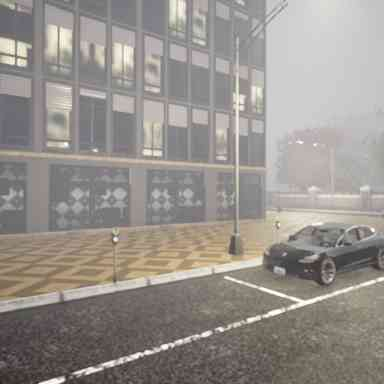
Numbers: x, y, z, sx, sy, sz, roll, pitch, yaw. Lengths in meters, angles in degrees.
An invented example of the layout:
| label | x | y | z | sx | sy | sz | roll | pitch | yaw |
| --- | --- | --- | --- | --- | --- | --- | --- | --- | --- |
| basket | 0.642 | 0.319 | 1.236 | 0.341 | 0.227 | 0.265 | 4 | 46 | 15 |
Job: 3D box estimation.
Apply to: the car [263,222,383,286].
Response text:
| label | x | y | z | sx | sy | sz | roll | pitch | yaw |
| --- | --- | --- | --- | --- | --- | --- | --- | --- | --- |
| car | 3.930 | 1.566 | 9.447 | 4.313 | 1.339 | 1.947 | 0 | 0 | -35 |
